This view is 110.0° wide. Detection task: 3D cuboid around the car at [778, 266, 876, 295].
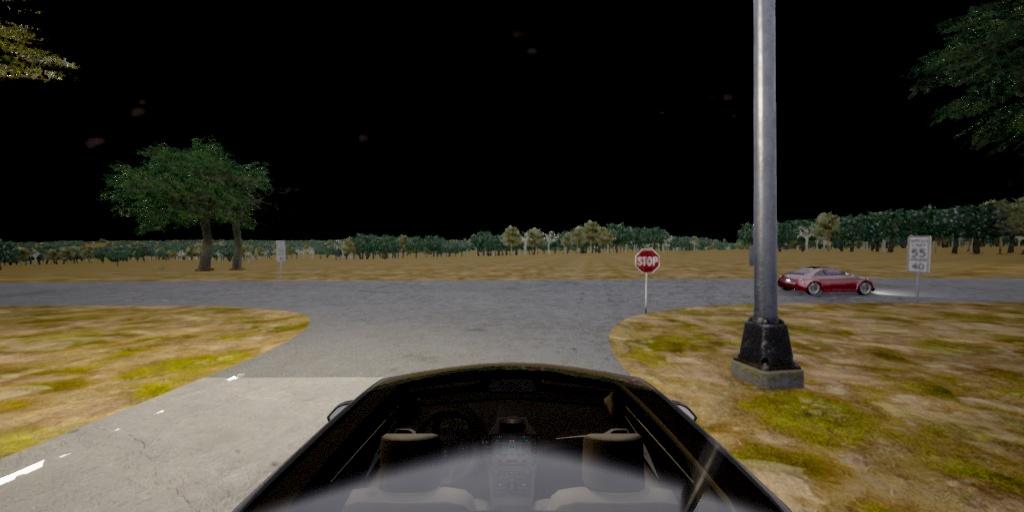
[{"bbox_3d":[16.829,1.279,19.283,4.181,1.385,1.994,0,2,-1],"label":"car"}]
